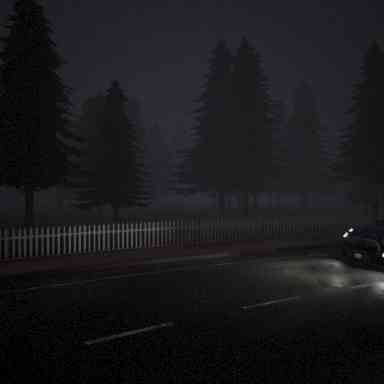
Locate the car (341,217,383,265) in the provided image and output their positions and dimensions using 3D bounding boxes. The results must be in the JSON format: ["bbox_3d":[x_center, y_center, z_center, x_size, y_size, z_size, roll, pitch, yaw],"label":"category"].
[{"bbox_3d":[7.174,1.351,10.779,4.553,1.767,2.097,0,0,-18],"label":"car"}]
